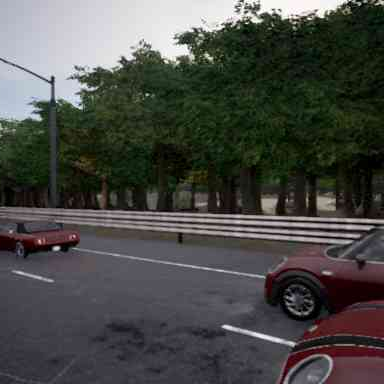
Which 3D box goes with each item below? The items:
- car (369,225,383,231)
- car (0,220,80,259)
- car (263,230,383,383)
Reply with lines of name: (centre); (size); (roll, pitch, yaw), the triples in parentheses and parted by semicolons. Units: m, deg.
car: (3.584, 1.357, 5.794); (4.553, 1.767, 2.097); (-1, -1, 35)
car: (-6.661, 1.770, 13.367); (4.718, 1.301, 1.895); (-1, -1, 37)
car: (2.836, 1.336, 2.035); (4.553, 1.767, 2.097); (-1, -1, 35)
